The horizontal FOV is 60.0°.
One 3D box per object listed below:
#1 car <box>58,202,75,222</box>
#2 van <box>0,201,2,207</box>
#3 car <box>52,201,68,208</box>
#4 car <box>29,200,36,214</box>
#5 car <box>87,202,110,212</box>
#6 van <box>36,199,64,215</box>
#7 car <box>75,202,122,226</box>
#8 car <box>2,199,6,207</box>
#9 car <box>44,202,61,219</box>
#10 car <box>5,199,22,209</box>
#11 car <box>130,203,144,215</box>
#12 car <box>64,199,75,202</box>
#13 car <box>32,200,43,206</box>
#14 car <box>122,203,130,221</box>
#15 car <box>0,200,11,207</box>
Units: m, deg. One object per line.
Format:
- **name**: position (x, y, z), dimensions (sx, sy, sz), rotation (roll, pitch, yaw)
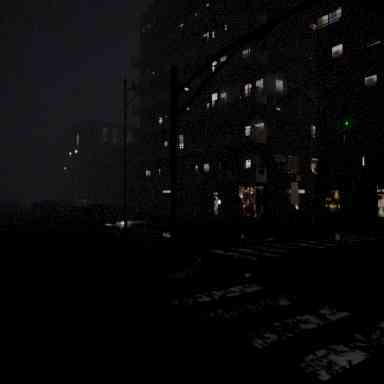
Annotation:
- **car**: position (-10.593, 1.934, 30.721), dimensions (1.752, 1.417, 4.829), rotation (-1, 0, -35)
- **van**: position (-39.543, 2.412, 71.360), dimensions (1.690, 1.788, 3.998), rotation (-1, 0, -35)
- **car**: position (-26.501, 2.463, 66.637), dimensions (1.887, 1.381, 4.507), rotation (-1, 0, -35)
- **car**: position (-20.309, 2.074, 44.360), dimensions (1.967, 1.590, 4.097), rotation (-1, 0, -35)
- **car**: position (-13.687, 2.192, 48.649), dimensions (1.947, 1.339, 4.313), rotation (-1, 0, -35)
- **van**: position (-17.105, 1.901, 39.860), dimensions (1.690, 1.788, 3.998), rotation (-1, 0, -35)
- **car**: position (-7.487, 1.777, 26.360), dimensions (1.967, 1.590, 4.097), rotation (-1, 0, -35)
- **car**: position (-36.334, 2.543, 66.860), dimensions (1.887, 1.381, 4.507), rotation (-1, 0, -35)
- **car**: position (-13.896, 2.037, 35.359), dimensions (2.008, 1.369, 4.403), rotation (-1, 0, -35)
- **car**: position (-33.131, 2.366, 62.360), dimensions (1.967, 1.590, 4.097), rotation (-1, 0, -35)
- **car**: position (-7.380, 2.006, 39.793), dimensions (1.752, 1.417, 4.829), rotation (-1, 0, -35)
- **car**: position (-23.301, 2.161, 62.140), dimensions (2.192, 1.841, 5.009), rotation (-1, 0, -35)
- **car**: position (-39.313, 2.775, 84.625), dimensions (1.947, 1.339, 4.313), rotation (-1, 0, -35)
- **car**: position (-7.878, 1.926, 31.352), dimensions (1.812, 1.442, 4.674), rotation (0, -1, -35)
- **car**: position (-42.647, 2.667, 75.721), dimensions (1.752, 1.417, 4.829), rotation (-1, 0, -35)
